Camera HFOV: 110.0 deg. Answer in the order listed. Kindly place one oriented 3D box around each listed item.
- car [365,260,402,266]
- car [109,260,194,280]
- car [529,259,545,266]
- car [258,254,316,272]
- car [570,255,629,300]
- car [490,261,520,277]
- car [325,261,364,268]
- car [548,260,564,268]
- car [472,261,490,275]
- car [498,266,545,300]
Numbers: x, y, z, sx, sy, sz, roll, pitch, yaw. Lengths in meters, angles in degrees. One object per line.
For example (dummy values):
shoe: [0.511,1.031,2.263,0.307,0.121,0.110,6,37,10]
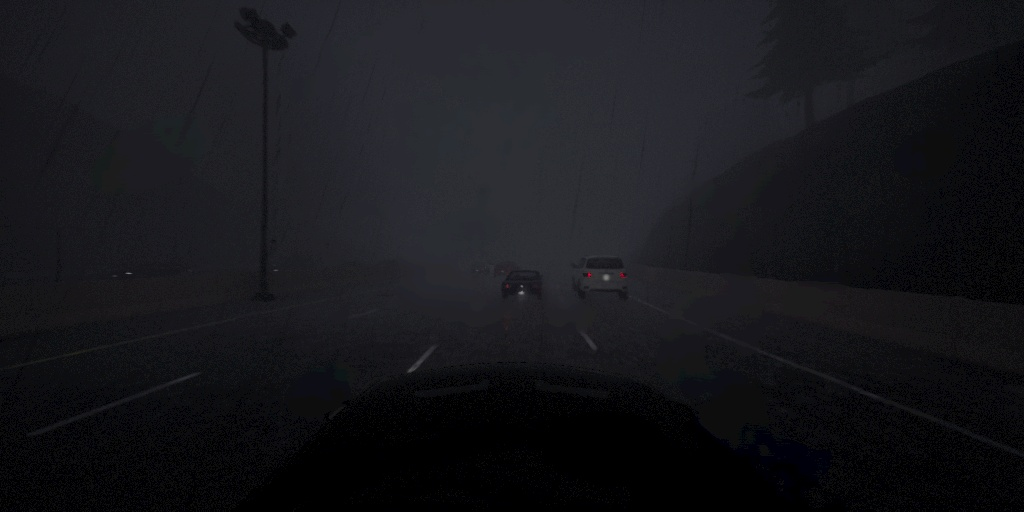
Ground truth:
car: [-13.772,1.171,39.536,1.837,1.490,4.892,0,0,12]
car: [-26.532,1.092,26.620,1.837,1.490,4.892,0,0,8]
car: [4.525,1.253,64.598,1.882,1.535,5.008,0,0,21]
car: [-21.758,0.838,35.017,2.150,2.045,5.566,0,0,10]
car: [4.354,0.997,18.194,2.150,2.045,5.566,0,0,6]
car: [-0.376,1.224,34.578,1.882,1.535,5.008,0,0,11]
car: [-17.600,1.189,38.386,2.033,1.411,5.357,0,0,11]
car: [8.032,1.397,64.464,1.895,1.301,4.718,0,0,22]
car: [-2.974,1.256,39.203,1.812,1.442,4.674,0,0,12]
car: [0.657,1.354,17.811,1.895,1.301,4.718,0,0,5]
